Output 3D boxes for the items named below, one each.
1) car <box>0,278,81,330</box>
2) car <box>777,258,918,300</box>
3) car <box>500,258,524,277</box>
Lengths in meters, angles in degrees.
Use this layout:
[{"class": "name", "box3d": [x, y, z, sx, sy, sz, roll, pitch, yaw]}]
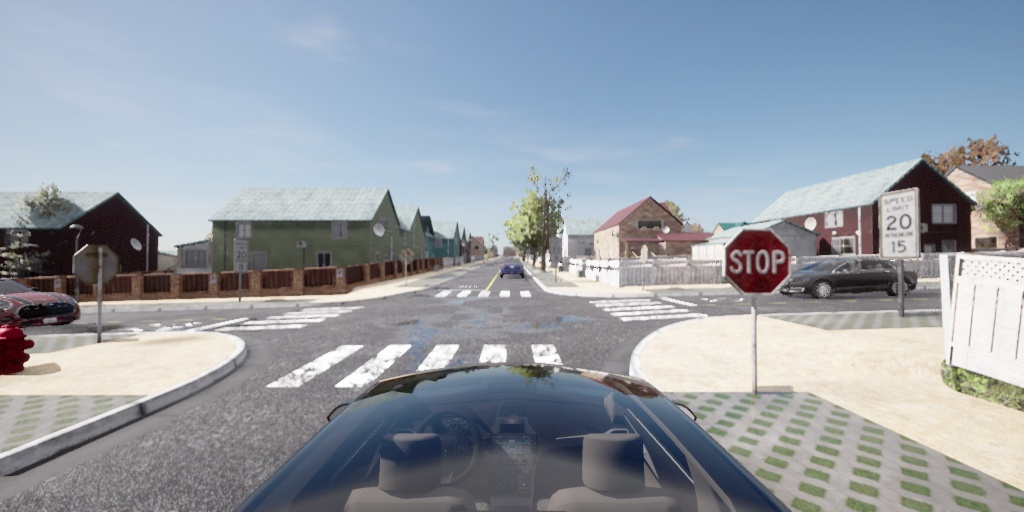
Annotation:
[{"class": "car", "box3d": [-16.344, 1.446, 10.937, 4.553, 1.767, 2.097, -2, -1, -1]}, {"class": "car", "box3d": [12.946, 0.849, 14.146, 4.892, 1.490, 1.837, -2, -1, -1]}, {"class": "car", "box3d": [0.008, 0.981, 33.164, 2.097, 1.767, 4.553, 0, 0, 0]}]
